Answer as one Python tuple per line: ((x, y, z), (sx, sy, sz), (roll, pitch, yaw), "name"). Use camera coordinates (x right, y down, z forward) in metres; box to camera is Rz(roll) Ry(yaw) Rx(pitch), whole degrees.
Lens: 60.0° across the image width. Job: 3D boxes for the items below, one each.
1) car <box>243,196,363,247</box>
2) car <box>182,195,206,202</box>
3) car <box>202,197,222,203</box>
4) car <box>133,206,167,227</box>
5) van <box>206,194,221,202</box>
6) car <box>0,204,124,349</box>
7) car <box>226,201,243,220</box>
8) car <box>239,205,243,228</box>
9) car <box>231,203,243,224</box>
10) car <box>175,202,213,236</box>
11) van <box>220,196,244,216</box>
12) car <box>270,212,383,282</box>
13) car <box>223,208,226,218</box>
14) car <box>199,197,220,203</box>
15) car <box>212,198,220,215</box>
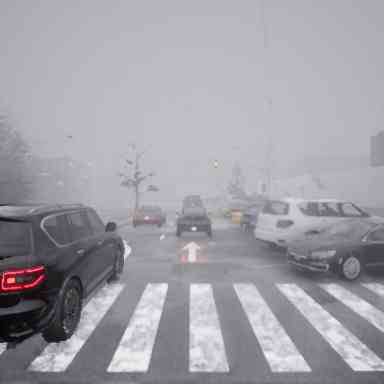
((5.098, 1.263, 12.652), (5.566, 2.045, 2.435), (1, 0, -20), "car")
((0.096, 1.372, 36.780), (2.150, 2.045, 5.566), (0, 0, 0), "car")
((5.058, 1.965, 85.789), (4.674, 1.452, 2.002), (1, -2, -20), "car")
((-2.903, 1.637, 23.360), (1.994, 1.385, 4.181), (0, 0, 0), "car")
((4.957, 1.610, 82.774), (4.442, 1.987, 1.878), (1, -2, -20), "van")
((-2.891, 1.231, 6.595), (2.150, 2.045, 5.566), (0, 0, 0), "car")
((5.242, 1.554, 21.648), (5.366, 1.575, 1.946), (1, -1, -20), "car")
((5.074, 1.526, 15.616), (5.008, 1.535, 2.097), (1, 0, -20), "car")
((5.062, 1.541, 18.601), (4.892, 1.521, 2.231), (1, -1, -20), "car")
((0.098, 1.556, 18.845), (1.837, 1.490, 4.892), (0, 0, 0), "car")
((4.961, 1.360, 27.506), (4.442, 1.987, 1.878), (1, 0, -20), "van")
((5.079, 1.507, 9.650), (4.892, 1.521, 2.231), (1, 0, -20), "car")
((5.093, 1.601, 24.578), (4.792, 1.488, 2.163), (1, -1, -20), "car")
((4.889, 2.091, 91.676), (5.366, 1.575, 1.946), (1, -1, -20), "car")
((4.895, 1.599, 30.464), (5.366, 1.575, 1.946), (1, 0, -20), "car")
